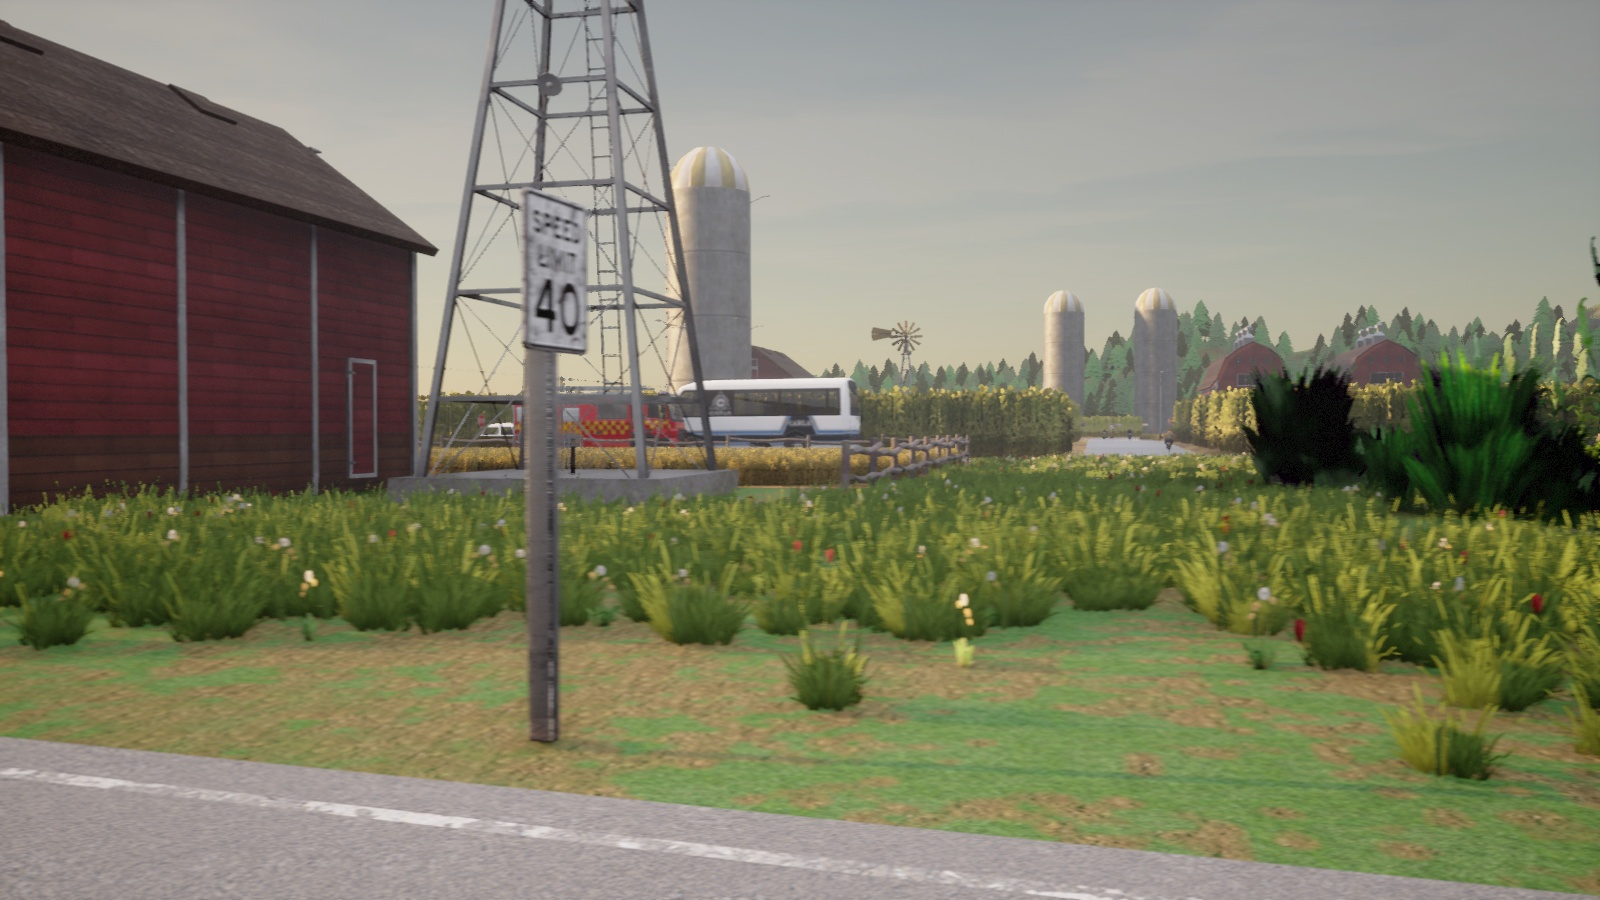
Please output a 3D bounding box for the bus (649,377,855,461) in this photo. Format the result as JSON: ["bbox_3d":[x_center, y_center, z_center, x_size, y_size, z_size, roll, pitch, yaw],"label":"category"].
[{"bbox_3d":[-2.481,-1.625,66.558,10.273,4.253,3.944,0,1,13],"label":"bus"}]

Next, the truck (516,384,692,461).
[{"bbox_3d":[-9.985,-1.416,64.366,8.468,3.827,2.891,0,1,6],"label":"truck"}]

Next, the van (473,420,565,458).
[{"bbox_3d":[-15.546,-0.623,69.582,4.480,2.038,2.069,0,1,13],"label":"van"}]
